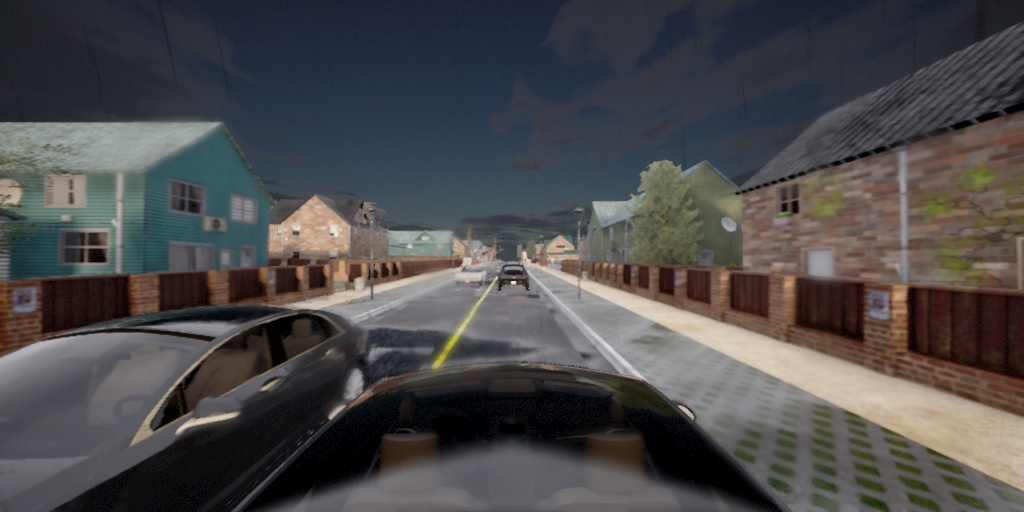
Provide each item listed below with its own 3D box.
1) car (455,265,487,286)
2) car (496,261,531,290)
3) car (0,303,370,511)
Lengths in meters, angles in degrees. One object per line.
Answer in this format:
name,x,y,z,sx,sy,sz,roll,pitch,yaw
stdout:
car,-2.858,1.348,25.495,1.895,1.301,4.718,0,0,0
car,0.090,1.251,22.366,1.837,1.490,4.892,0,0,0
car,-2.813,1.255,2.959,1.837,1.490,4.892,0,0,0
